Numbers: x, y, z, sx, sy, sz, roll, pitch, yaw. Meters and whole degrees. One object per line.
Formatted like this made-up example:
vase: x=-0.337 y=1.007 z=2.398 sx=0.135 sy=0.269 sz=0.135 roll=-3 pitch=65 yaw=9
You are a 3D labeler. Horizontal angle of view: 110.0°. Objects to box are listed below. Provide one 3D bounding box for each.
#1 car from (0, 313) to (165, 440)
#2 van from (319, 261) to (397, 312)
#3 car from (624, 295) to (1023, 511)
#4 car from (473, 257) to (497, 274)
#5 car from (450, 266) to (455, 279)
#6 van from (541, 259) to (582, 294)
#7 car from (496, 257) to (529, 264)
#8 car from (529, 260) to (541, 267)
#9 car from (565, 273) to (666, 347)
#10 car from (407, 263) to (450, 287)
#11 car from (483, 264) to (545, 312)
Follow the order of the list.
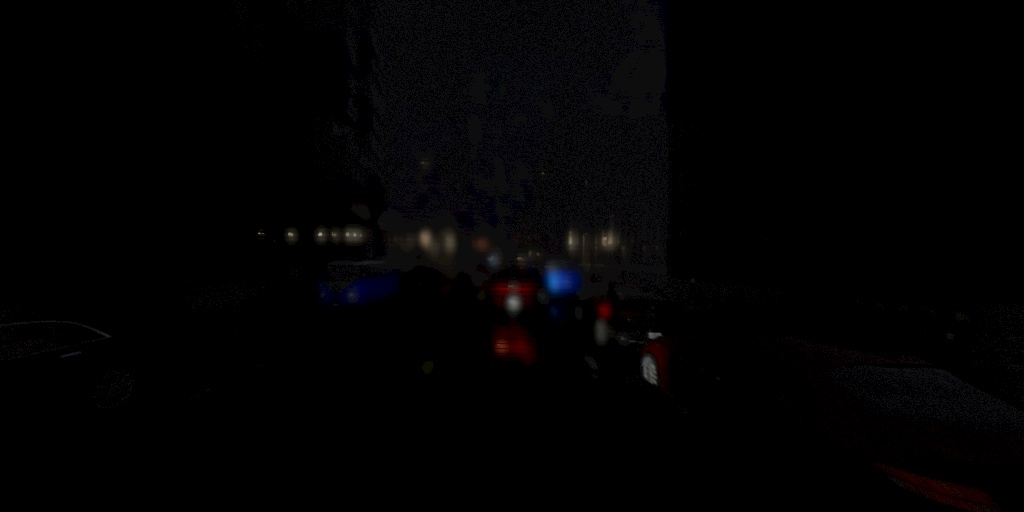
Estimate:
car: x=-5.762 y=1.301 z=3.224 sx=2.007 sy=1.370 sz=4.403 roll=0 pitch=0 yaw=0
van: x=-5.760 y=1.094 z=13.802 sx=1.690 sy=1.789 sz=3.998 roll=0 pitch=0 yaw=0
car: x=2.763 y=1.332 z=3.702 sx=1.802 sy=1.307 sz=4.207 roll=0 pitch=0 yaw=0
car: x=-3.089 y=1.245 z=41.932 sx=1.882 sy=1.535 sz=5.008 roll=0 pitch=0 yaw=0
car: x=-5.757 y=1.286 z=29.499 sx=1.751 sy=1.417 sz=4.829 roll=0 pitch=0 yaw=0
van: x=2.766 y=1.096 z=19.941 sx=1.690 sy=1.789 sz=3.998 roll=0 pitch=0 yaw=0
car: x=0.075 y=1.110 z=28.796 sx=2.097 sy=1.767 sz=4.553 roll=0 pitch=0 yaw=0
car: x=3.156 y=1.291 z=39.454 sx=1.812 sy=1.442 sz=4.674 roll=0 pitch=0 yaw=0
car: x=2.764 y=1.302 z=9.115 sx=2.007 sy=1.370 sz=4.403 roll=0 pitch=0 yaw=0
car: x=-5.758 y=1.323 z=24.379 sx=1.948 sy=1.339 sz=4.313 roll=0 pitch=0 yaw=0
car: x=0.074 y=1.259 z=14.075 sx=1.837 sy=1.490 sz=4.892 roll=0 pitch=0 yaw=0
